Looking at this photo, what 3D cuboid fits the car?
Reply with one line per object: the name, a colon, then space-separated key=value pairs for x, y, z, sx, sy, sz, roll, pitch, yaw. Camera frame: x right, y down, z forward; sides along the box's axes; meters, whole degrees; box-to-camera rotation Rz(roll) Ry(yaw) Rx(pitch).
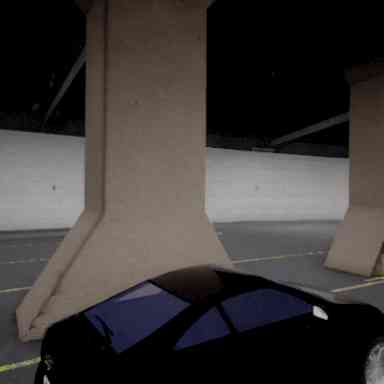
car: x=0.497 y=1.586 z=3.838 sx=4.181 sy=1.385 sz=1.994 roll=1 pitch=0 yaw=-33
